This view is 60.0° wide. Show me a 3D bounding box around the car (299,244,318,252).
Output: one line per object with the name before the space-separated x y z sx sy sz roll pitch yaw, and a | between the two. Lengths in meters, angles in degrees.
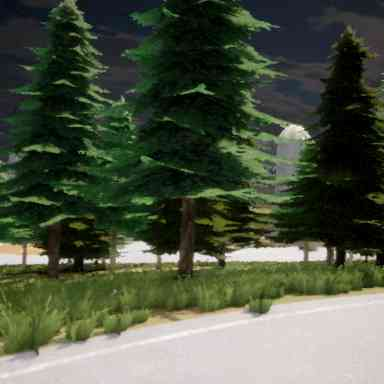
car | 23.351 11.088 66.771 1.994 1.381 4.181 3 -1 -20
